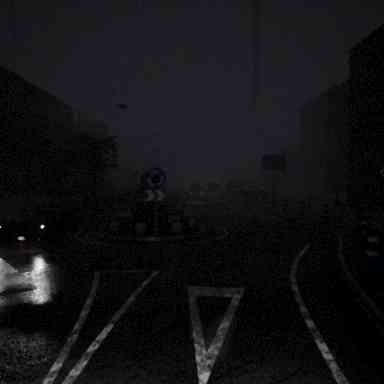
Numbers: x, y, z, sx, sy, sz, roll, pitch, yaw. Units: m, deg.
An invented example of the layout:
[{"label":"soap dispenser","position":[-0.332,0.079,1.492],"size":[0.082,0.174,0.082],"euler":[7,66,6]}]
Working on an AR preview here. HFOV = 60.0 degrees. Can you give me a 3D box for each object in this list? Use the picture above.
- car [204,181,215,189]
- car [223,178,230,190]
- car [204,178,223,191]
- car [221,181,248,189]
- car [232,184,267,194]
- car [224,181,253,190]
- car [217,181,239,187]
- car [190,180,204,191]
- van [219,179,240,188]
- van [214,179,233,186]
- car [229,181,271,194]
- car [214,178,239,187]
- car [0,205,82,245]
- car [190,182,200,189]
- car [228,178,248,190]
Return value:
[{"label":"car","position":[3.598,-1.542,69.245],"size":[1.837,1.490,4.892],"euler":[0,3,0]},{"label":"car","position":[8.374,-1.081,54.306],"size":[5.566,2.045,2.435],"euler":[0,3,0]},{"label":"car","position":[3.723,-1.153,58.089],"size":[2.097,1.767,4.553],"euler":[0,3,0]},{"label":"car","position":[8.273,-1.380,65.330],"size":[4.892,1.521,2.231],"euler":[0,3,0]},{"label":"car","position":[8.388,-0.493,48.819],"size":[4.674,1.452,2.002],"euler":[0,3,0]},{"label":"car","position":[8.301,-1.113,59.824],"size":[5.008,1.535,2.097],"euler":[0,3,0]},{"label":"car","position":[8.190,-1.833,76.344],"size":[4.674,1.452,2.002],"euler":[0,2,0]},{"label":"car","position":[0.723,-1.167,58.353],"size":[2.097,1.767,4.553],"euler":[0,3,0]},{"label":"van","position":[8.323,-1.976,73.459],"size":[4.442,1.987,1.878],"euler":[0,2,0]},{"label":"van","position":[8.011,-2.431,84.596],"size":[4.442,1.987,1.878],"euler":[0,2,0]},{"label":"car","position":[8.219,-0.383,46.062],"size":[5.366,1.575,1.946],"euler":[0,3,0]},{"label":"car","position":[8.139,-2.239,79.089],"size":[5.566,2.045,2.435],"euler":[0,2,0]},{"label":"car","position":[-6.101,1.245,13.763],"size":[1.895,1.301,4.718],"euler":[0,2,-3]},{"label":"car","position":[0.598,-1.422,69.259],"size":[1.895,1.301,4.718],"euler":[0,3,0]},{"label":"car","position":[8.333,-0.809,51.561],"size":[4.553,1.767,2.185],"euler":[0,3,0]}]
